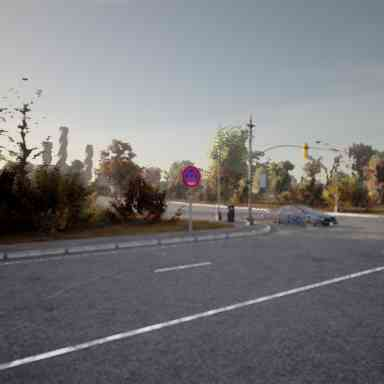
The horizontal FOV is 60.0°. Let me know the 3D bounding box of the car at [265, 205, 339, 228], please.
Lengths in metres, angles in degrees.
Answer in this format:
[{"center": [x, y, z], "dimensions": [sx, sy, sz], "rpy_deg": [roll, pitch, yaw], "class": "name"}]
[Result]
[{"center": [7.646, 1.677, 23.883], "dimensions": [2.033, 1.411, 5.357], "rpy_deg": [0, 0, -32], "class": "car"}]
